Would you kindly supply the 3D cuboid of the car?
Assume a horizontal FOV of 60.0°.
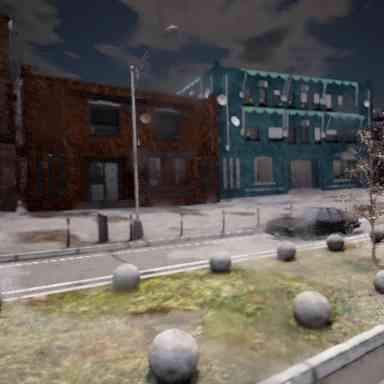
[{"bbox_3d":[5.987,1.444,16.170,5.357,1.411,2.033,-1,1,-33],"label":"car"}]
